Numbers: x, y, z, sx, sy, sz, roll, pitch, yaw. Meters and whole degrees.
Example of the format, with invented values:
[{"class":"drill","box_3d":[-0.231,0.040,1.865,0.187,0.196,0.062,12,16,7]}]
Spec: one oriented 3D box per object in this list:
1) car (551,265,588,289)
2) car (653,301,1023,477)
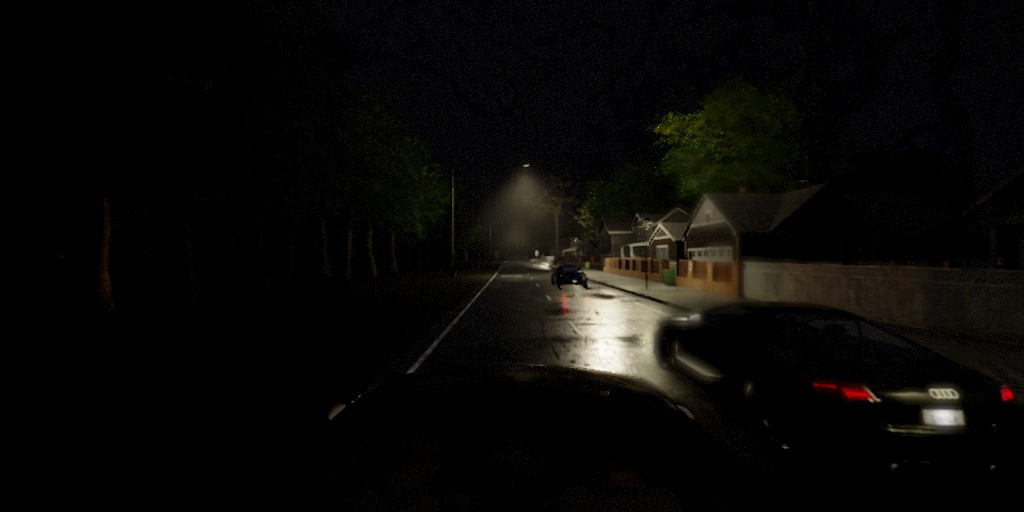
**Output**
[{"class":"car","box_3d":[3.622,1.275,22.984,1.812,1.442,4.674,0,0,0]},{"class":"car","box_3d":[3.602,1.315,4.997,1.994,1.385,4.181,0,0,0]}]
